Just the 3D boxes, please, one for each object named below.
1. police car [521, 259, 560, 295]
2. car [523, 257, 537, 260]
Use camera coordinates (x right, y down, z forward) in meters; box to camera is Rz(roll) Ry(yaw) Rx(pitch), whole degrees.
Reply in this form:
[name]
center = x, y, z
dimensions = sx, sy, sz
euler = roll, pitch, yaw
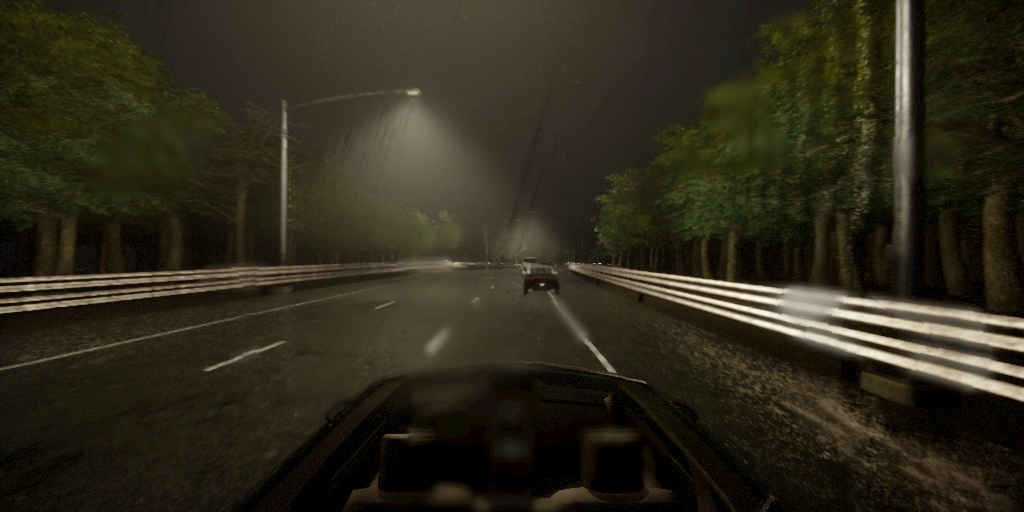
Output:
[police car]
center = 1.582, 1.200, 20.105
dimensions = 1.930, 1.638, 5.238
euler = 0, 0, 2
[car]
center = 2.388, 1.176, 46.111
dimensions = 2.150, 2.045, 5.566
euler = 0, 0, 7
